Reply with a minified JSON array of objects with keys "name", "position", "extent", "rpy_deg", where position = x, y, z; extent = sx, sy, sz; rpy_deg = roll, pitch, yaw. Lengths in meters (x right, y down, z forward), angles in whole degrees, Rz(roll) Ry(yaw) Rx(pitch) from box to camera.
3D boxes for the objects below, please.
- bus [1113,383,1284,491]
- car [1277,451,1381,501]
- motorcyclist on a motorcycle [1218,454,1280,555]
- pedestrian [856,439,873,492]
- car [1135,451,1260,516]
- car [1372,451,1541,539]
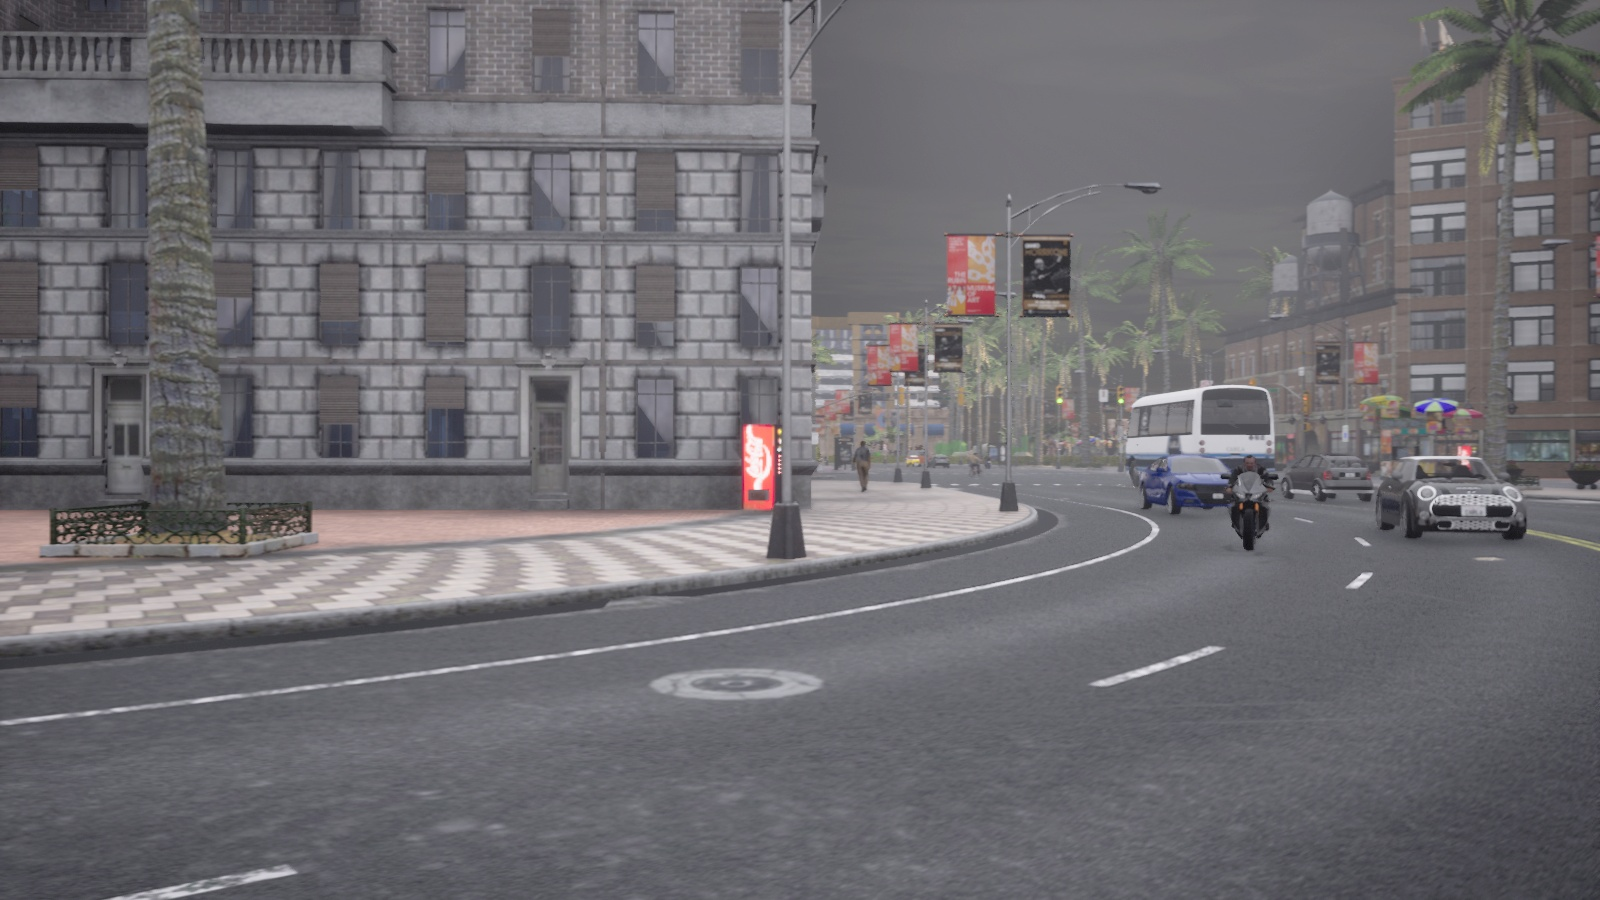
[{"name":"bus","position":[17.000,-0.495,54.711],"extent":[3.944,4.253,10.273],"rpy_deg":[0,0,-1]},{"name":"car","position":[17.243,0.815,41.136],"extent":[1.789,1.549,3.705],"rpy_deg":[0,0,-1]},{"name":"motorcyclist on a motorcycle","position":[7.245,0.828,20.192],"extent":[0.866,1.530,2.191],"rpy_deg":[-1,0,21]},{"name":"pedestrian","position":[2.284,0.544,44.478],"extent":[0.540,1.848,0.694],"rpy_deg":[0,0,6]},{"name":"car","position":[10.154,0.803,32.465],"extent":[1.882,1.535,5.008],"rpy_deg":[0,0,3]},{"name":"car","position":[11.942,0.755,23.121],"extent":[1.970,1.475,3.806],"rpy_deg":[0,0,15]}]
